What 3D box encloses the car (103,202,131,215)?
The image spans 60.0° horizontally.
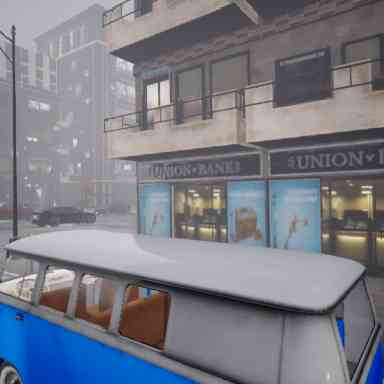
[{"bbox_3d":[-8.575,1.799,36.365,1.947,1.339,4.313,-2,-1,36],"label":"car"}]

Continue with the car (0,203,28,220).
[{"bbox_3d":[-15.252,1.609,27.280,1.967,1.590,4.097,-2,-1,36],"label":"car"}]

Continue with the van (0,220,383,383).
[{"bbox_3d":[-0.399,1.342,3.144,3.998,1.788,1.690,0,-1,36],"label":"van"}]

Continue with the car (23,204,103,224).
[{"bbox_3d":[-8.499,1.584,22.314,1.947,1.339,4.313,-2,-1,36],"label":"car"}]
